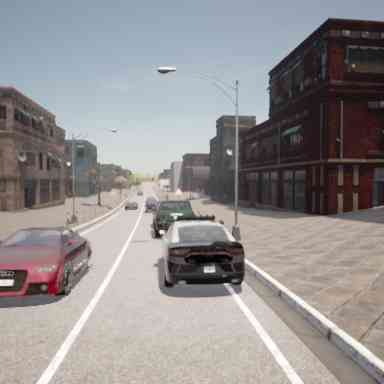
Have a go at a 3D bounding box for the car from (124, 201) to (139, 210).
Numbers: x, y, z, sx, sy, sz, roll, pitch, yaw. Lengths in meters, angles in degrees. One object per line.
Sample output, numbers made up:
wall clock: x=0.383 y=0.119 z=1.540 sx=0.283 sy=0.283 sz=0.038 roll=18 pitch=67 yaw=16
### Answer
car: x=-9.240 y=2.039 z=51.031 sx=1.994 sy=1.385 sz=4.181 roll=0 pitch=1 yaw=-7

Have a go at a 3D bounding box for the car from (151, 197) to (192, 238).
car: x=-1.128 y=1.470 z=19.590 sx=2.150 sy=2.045 sz=5.566 roll=0 pitch=-2 yaw=-7

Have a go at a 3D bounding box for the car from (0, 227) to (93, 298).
car: x=-3.856 y=1.615 z=8.501 sx=1.994 sy=1.385 sz=4.181 roll=0 pitch=-1 yaw=-6

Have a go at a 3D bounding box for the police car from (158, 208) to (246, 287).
police car: x=0.095 y=1.480 z=9.666 sx=1.930 sy=1.638 sz=5.238 roll=0 pitch=-1 yaw=-6

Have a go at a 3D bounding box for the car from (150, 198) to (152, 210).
car: x=-1.903 y=1.626 z=25.549 sx=2.150 sy=2.045 sz=5.566 roll=0 pitch=-1 yaw=-7

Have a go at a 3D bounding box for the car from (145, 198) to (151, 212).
car: x=-5.528 y=2.005 z=46.515 sx=1.837 sy=1.490 sz=4.892 roll=0 pitch=-1 yaw=-7
